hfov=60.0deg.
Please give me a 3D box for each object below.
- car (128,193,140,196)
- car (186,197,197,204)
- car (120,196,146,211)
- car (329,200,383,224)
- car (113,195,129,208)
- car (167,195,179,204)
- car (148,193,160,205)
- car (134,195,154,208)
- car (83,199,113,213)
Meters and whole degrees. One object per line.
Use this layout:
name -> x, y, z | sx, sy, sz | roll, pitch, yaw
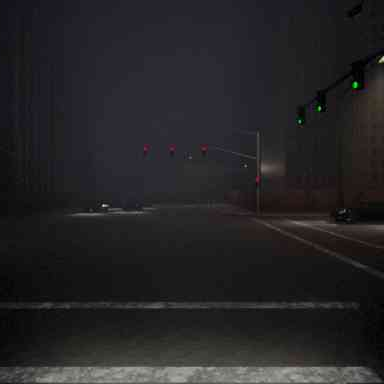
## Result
car -> -10.662, 1.222, 60.337 | 2.150, 2.045, 5.566 | 0, 0, 0
car -> -0.127, 1.564, 64.979 | 1.994, 1.385, 4.181 | 0, 0, 0
car -> -7.158, 1.526, 40.579 | 1.812, 1.442, 4.674 | 0, 0, -1
car -> 12.366, 1.352, 23.919 | 4.553, 1.767, 2.097 | 0, 0, 0
car -> -10.690, 1.547, 47.660 | 2.033, 1.411, 5.357 | 0, 0, 0
car -> -3.627, 1.352, 64.942 | 2.097, 1.767, 4.553 | 0, 0, 0
car -> -7.158, 1.222, 60.705 | 2.150, 2.045, 5.566 | 0, 0, 1
car -> -7.188, 1.525, 49.673 | 1.812, 1.442, 4.674 | 0, 0, 0
car -> -10.709, 1.547, 37.586 | 2.033, 1.411, 5.357 | 0, 0, -3
